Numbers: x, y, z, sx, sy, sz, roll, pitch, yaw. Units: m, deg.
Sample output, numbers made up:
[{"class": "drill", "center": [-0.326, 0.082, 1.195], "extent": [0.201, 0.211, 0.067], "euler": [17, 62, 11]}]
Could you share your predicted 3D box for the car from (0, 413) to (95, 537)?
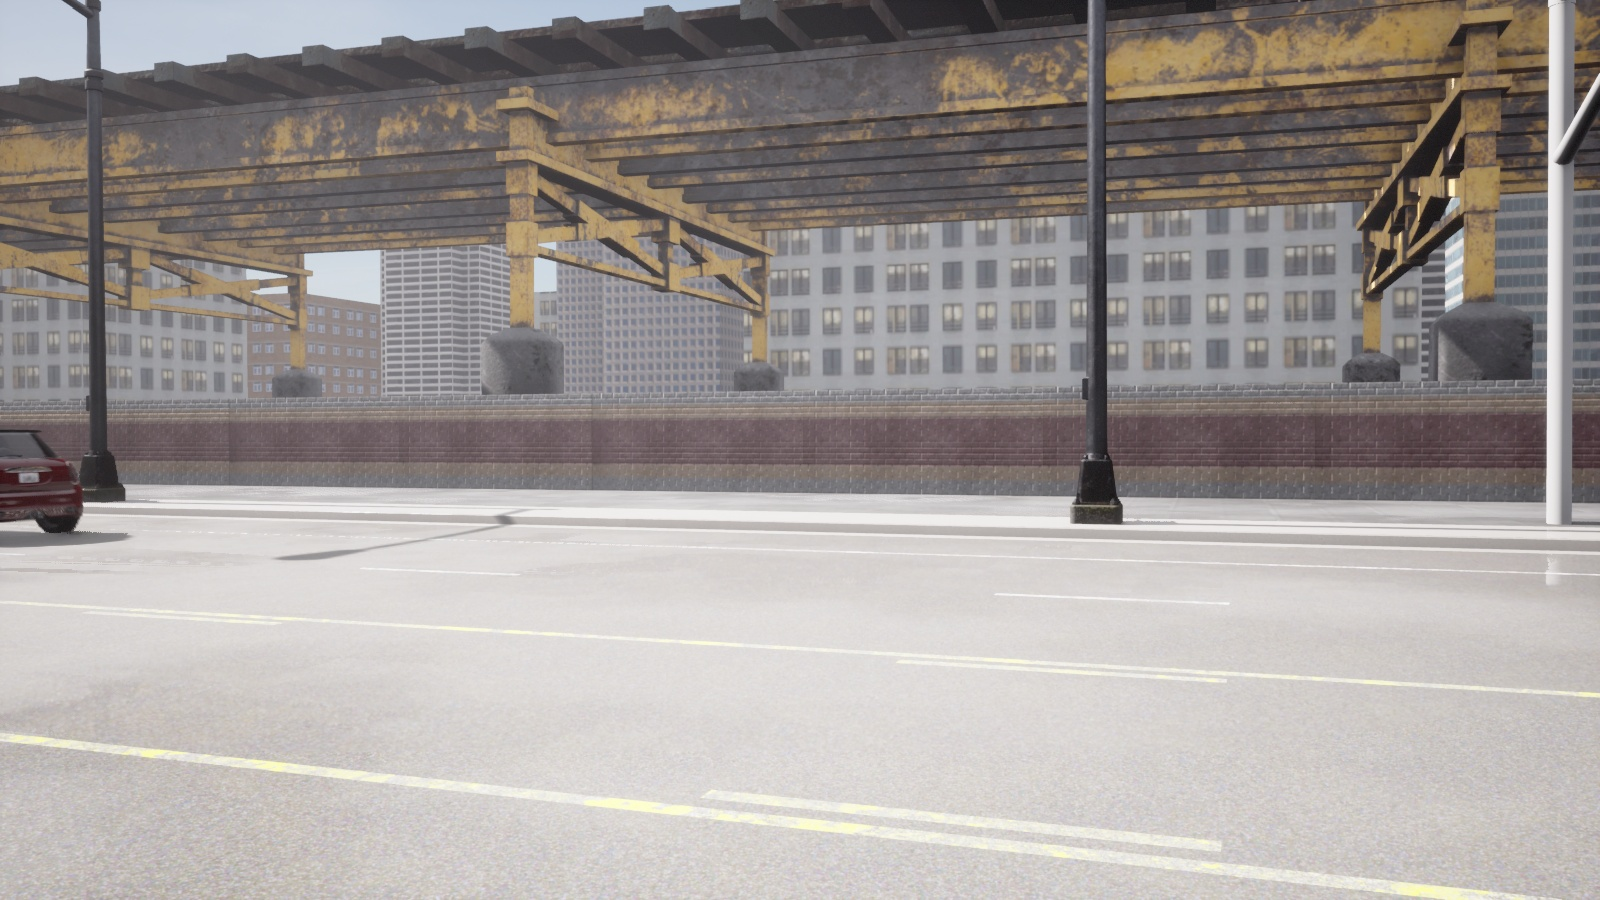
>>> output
[{"class": "car", "center": [-13.392, 0.328, 19.175], "extent": [4.553, 1.767, 2.097], "euler": [1, 1, 20]}]
